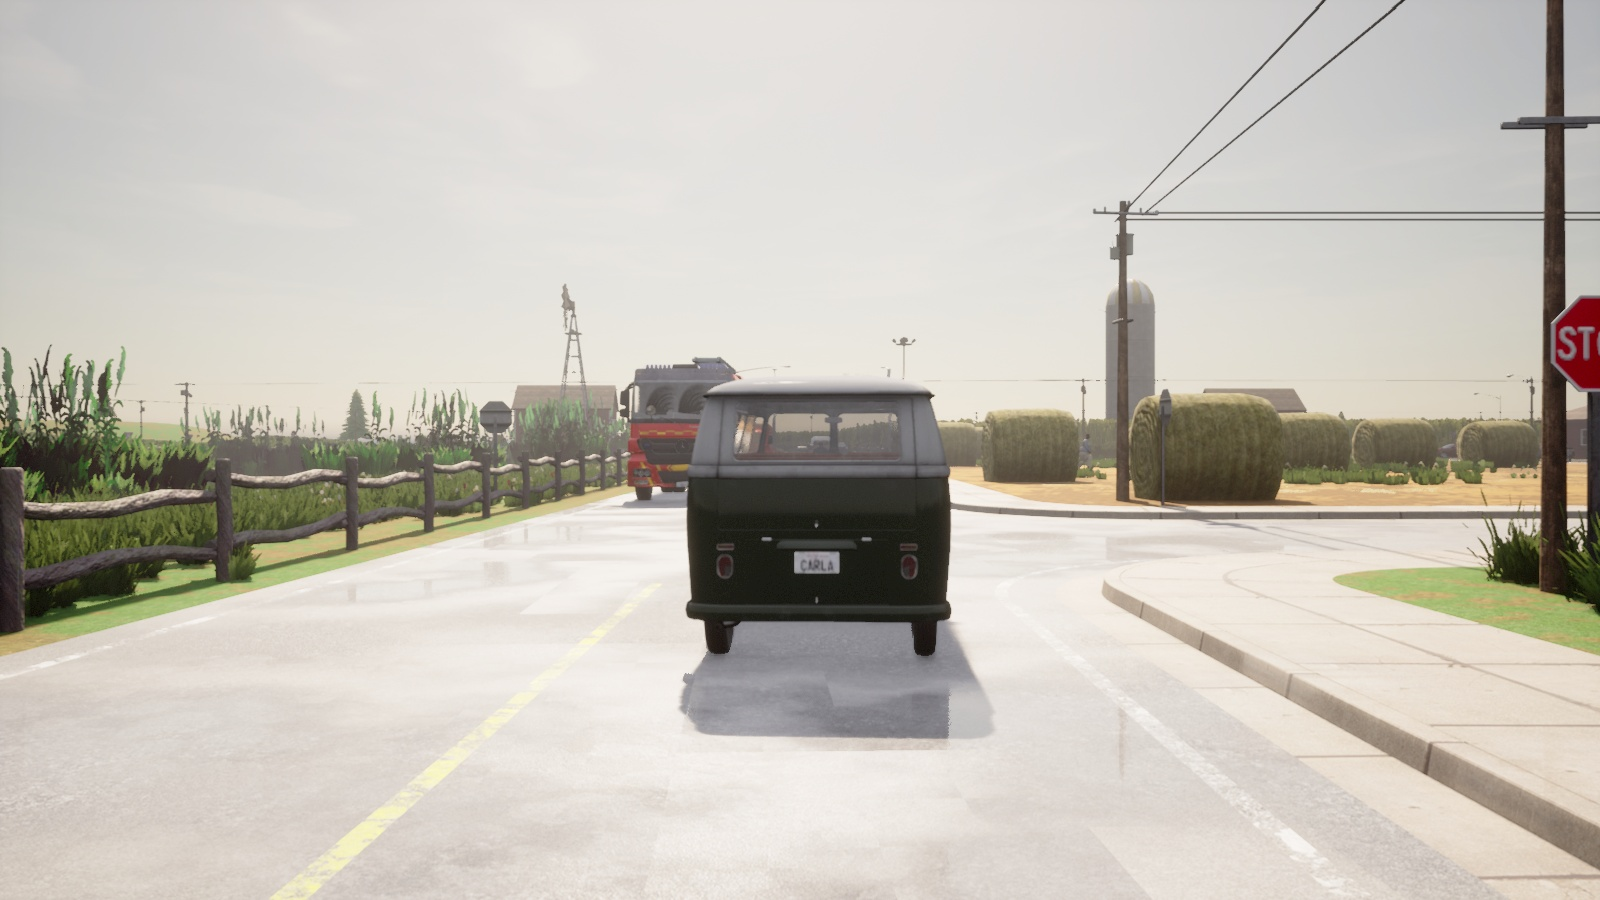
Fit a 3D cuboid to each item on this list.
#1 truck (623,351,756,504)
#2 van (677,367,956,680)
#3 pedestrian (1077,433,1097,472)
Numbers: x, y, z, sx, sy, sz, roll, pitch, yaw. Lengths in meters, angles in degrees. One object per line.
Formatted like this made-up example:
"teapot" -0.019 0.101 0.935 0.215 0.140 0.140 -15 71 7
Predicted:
"truck" -2.908 -0.595 35.655 2.891 3.827 8.468 0 0 1
"van" 0.229 0.450 10.228 1.775 1.987 4.442 0 0 3
"pedestrian" 13.852 0.111 60.620 0.900 1.855 0.874 0 0 14
